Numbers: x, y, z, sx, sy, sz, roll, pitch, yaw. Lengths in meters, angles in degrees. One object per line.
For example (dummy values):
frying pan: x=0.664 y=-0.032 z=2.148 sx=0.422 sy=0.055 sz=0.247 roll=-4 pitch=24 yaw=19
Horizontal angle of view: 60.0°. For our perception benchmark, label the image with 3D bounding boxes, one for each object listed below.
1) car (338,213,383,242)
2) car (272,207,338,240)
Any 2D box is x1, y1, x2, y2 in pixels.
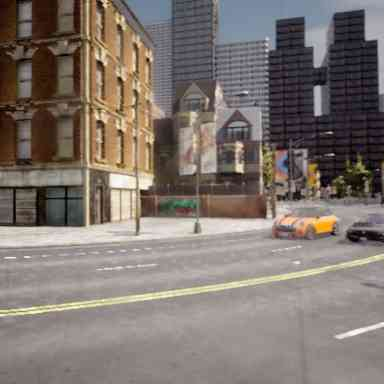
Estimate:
car: x=9.893 y=1.826 z=17.375 sx=5.357 sy=1.411 sz=2.033 roll=1 pitch=-2 yaw=-44
car: x=6.566 y=1.685 z=19.125 sx=4.553 sy=1.767 sz=2.097 roll=0 pitch=-1 yaw=-42
